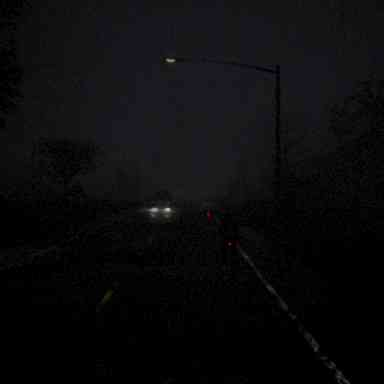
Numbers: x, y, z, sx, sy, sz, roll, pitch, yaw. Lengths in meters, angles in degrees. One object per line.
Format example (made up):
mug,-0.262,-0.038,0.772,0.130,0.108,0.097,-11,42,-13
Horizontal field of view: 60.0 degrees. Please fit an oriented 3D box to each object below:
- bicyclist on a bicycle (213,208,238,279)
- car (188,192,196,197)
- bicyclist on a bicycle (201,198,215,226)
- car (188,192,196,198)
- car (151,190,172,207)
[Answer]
bicyclist on a bicycle,0.962,1.340,8.731,0.582,1.620,1.656,0,0,0
car,-0.005,0.580,87.466,1.895,1.301,4.718,0,1,0
bicyclist on a bicycle,0.982,1.185,19.944,0.866,1.612,1.509,0,1,0
car,-0.005,0.635,76.978,2.033,1.411,5.357,0,1,0
car,-3.572,0.732,40.250,2.150,2.045,5.566,0,0,0
